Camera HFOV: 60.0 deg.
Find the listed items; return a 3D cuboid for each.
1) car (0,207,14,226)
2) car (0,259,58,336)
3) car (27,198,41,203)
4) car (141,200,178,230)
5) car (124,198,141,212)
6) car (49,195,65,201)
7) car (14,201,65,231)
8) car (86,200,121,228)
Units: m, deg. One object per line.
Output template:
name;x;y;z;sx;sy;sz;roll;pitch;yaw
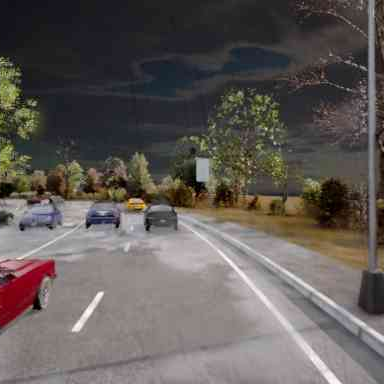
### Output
car;-12.840;1.634;20.811;1.895;1.301;4.718;0;0;-11
car;-3.633;1.613;4.825;1.895;1.301;4.718;0;0;-3
car;-27.737;1.645;58.502;1.895;1.301;4.718;0;0;-32
car;-2.061;1.487;21.133;1.882;1.535;5.008;0;0;-10
car;-6.743;1.502;38.910;1.882;1.535;5.008;0;0;-19
car;-23.864;1.399;58.797;2.097;1.767;4.553;0;0;-30
car;-9.348;1.552;20.980;1.812;1.442;4.674;0;0;-11
car;-5.911;1.370;22.564;2.097;1.767;4.553;0;0;-11
